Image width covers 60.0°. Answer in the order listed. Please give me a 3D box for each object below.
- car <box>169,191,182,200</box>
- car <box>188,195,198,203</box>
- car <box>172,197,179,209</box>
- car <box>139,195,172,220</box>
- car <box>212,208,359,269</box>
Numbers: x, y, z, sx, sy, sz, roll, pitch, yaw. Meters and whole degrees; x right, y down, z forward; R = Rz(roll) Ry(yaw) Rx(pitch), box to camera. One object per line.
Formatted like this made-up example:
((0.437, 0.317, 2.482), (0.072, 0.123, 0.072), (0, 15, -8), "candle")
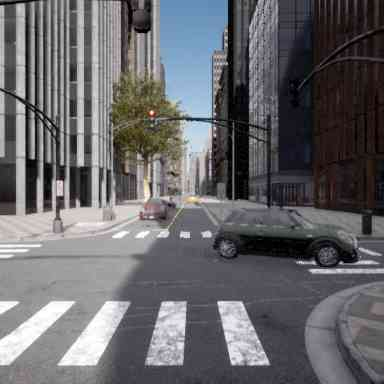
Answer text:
((-2.964, 0.834, 59.797), (2.150, 2.045, 5.566), (0, 0, 0), "car")
((0.143, 1.345, 69.232), (2.097, 1.767, 4.553), (0, 0, -1), "car")
((-3.067, 1.596, 44.328), (1.895, 1.301, 4.718), (0, 0, 0), "car")
((-3.082, 1.349, 27.643), (2.097, 1.767, 4.553), (0, 0, 0), "car")
((3.055, 1.341, 11.145), (4.553, 1.767, 2.097), (0, 0, 25), "car")
